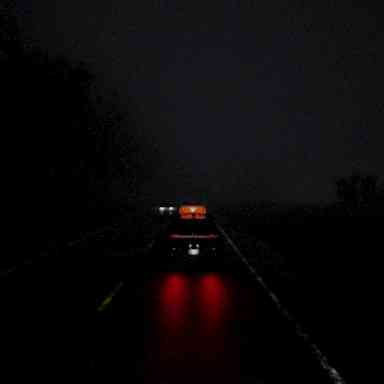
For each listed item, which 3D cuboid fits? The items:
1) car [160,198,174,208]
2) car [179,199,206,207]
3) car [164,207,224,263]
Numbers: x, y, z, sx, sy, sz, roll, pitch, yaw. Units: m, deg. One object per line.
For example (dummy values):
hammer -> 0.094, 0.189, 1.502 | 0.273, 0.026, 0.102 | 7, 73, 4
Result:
car -> -3.599, 1.563, 48.827 | 2.033, 1.411, 5.357 | 0, 0, 0
car -> 0.060, 1.364, 26.752 | 2.097, 1.767, 4.553 | 0, 0, 0
car -> 0.068, 1.499, 11.939 | 2.128, 1.511, 4.902 | 0, 0, 0
